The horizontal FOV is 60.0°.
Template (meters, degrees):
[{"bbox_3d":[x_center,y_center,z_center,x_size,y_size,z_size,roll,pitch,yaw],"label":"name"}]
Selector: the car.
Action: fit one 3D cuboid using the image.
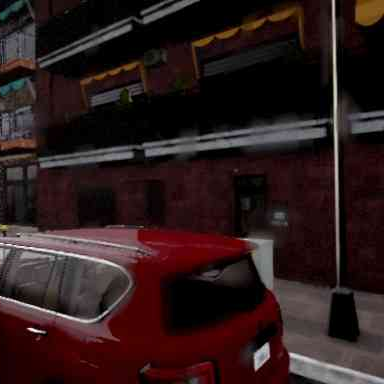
[{"bbox_3d":[-1.417,1.332,3.902,5.009,1.841,2.192,0,-1,36],"label":"car"}]
